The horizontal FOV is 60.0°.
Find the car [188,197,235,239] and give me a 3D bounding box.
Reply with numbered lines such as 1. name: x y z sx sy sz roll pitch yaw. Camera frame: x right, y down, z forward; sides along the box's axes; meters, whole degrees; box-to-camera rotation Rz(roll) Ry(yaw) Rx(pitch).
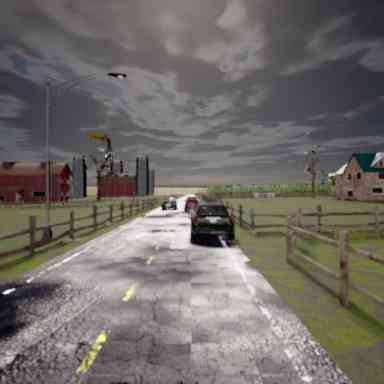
1. car: 0.964 1.329 17.317 2.097 1.767 4.553 0 0 0

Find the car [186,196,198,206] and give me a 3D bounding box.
1. car: 0.007 1.431 52.924 1.882 1.535 5.008 0 0 0

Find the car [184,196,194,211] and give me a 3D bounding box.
1. car: 0.046 1.484 40.004 1.812 1.442 4.674 0 0 1

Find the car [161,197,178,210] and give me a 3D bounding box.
1. car: -2.832 1.450 42.499 2.128 1.511 4.902 0 0 0
